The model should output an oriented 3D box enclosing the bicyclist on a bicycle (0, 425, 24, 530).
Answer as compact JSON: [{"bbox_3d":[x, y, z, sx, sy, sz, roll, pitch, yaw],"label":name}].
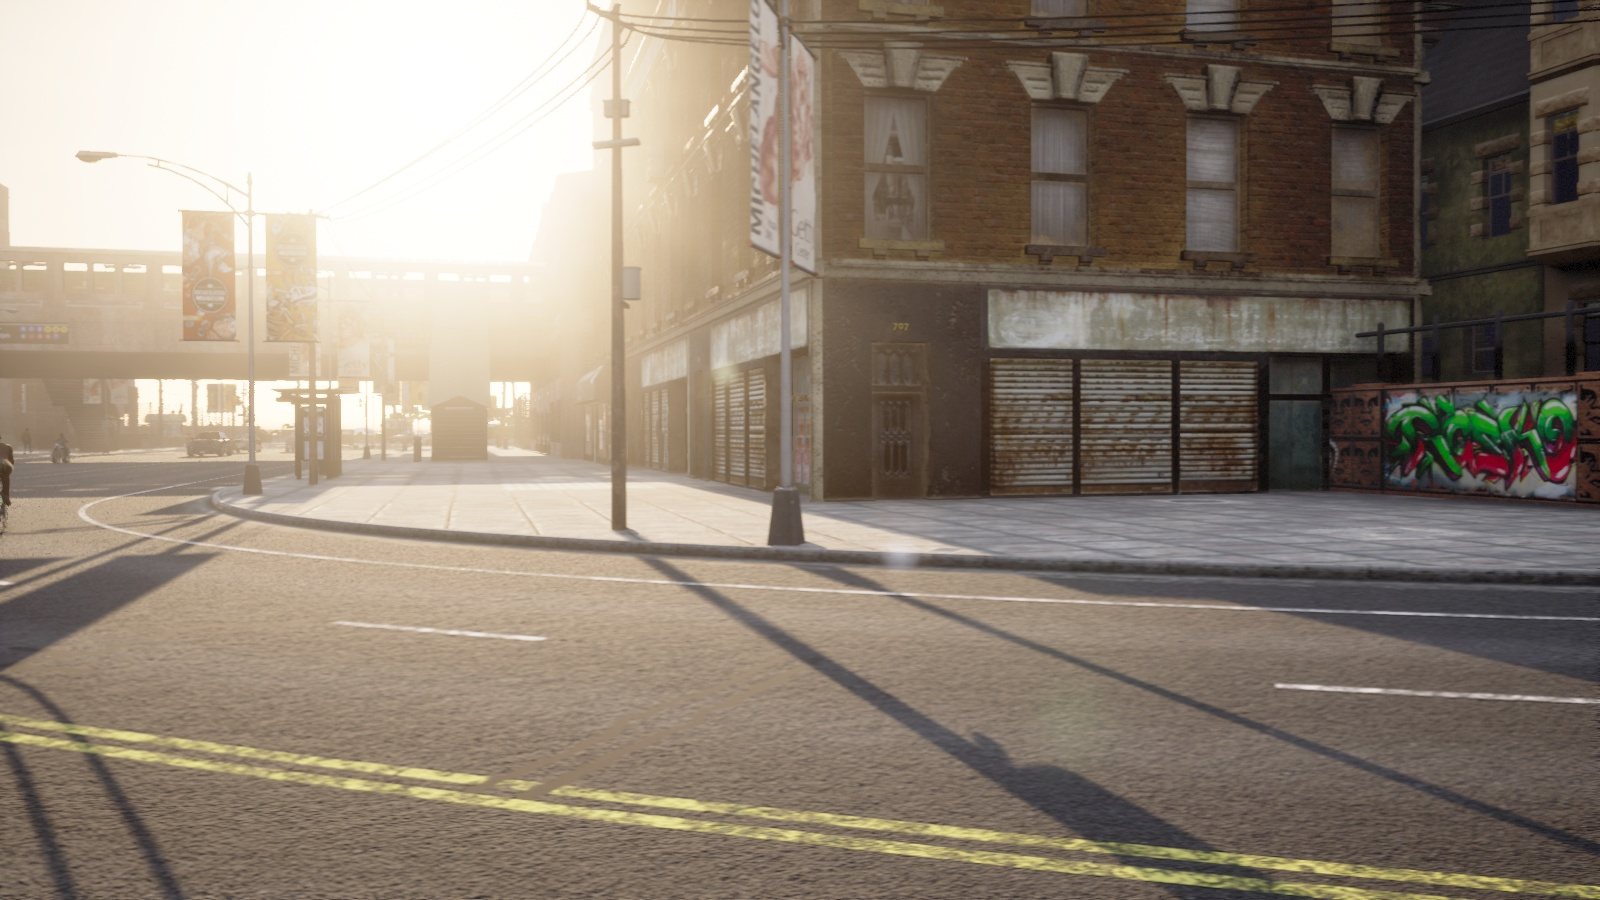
[{"bbox_3d":[-12.870,0.424,20.050,0.582,1.620,1.656,0,0,-40],"label":"bicyclist on a bicycle"}]

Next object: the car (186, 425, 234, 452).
[{"bbox_3d":[-39.756,-0.760,84.740,2.097,1.767,4.553,0,1,-14],"label":"car"}]

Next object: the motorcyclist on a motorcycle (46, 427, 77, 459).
[{"bbox_3d":[-38.487,-0.371,65.452,0.766,1.649,2.350,0,1,-14],"label":"motorcyclist on a motorcycle"}]
